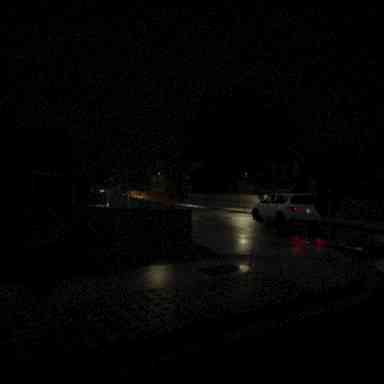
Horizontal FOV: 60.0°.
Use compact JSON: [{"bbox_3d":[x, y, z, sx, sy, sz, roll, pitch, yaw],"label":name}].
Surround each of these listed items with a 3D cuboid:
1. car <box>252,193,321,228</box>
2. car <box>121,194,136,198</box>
[{"bbox_3d":[5.829,1.078,21.171,2.150,2.045,5.566,1,0,-14],"label":"car"},{"bbox_3d":[-10.402,1.009,52.226,1.895,1.301,4.718,0,1,-30],"label":"car"}]
